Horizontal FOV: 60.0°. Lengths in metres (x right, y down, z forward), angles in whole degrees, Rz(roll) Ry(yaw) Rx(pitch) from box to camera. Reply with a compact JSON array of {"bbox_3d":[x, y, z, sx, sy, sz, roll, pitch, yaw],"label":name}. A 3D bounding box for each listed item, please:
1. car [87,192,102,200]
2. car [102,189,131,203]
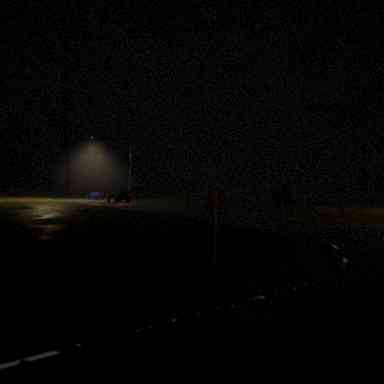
[{"bbox_3d":[-17.363,0.690,59.688,1.812,1.442,4.674,2,0,-36],"label":"car"},{"bbox_3d":[-11.325,0.586,51.231,2.150,2.045,5.566,2,0,-36],"label":"car"}]
